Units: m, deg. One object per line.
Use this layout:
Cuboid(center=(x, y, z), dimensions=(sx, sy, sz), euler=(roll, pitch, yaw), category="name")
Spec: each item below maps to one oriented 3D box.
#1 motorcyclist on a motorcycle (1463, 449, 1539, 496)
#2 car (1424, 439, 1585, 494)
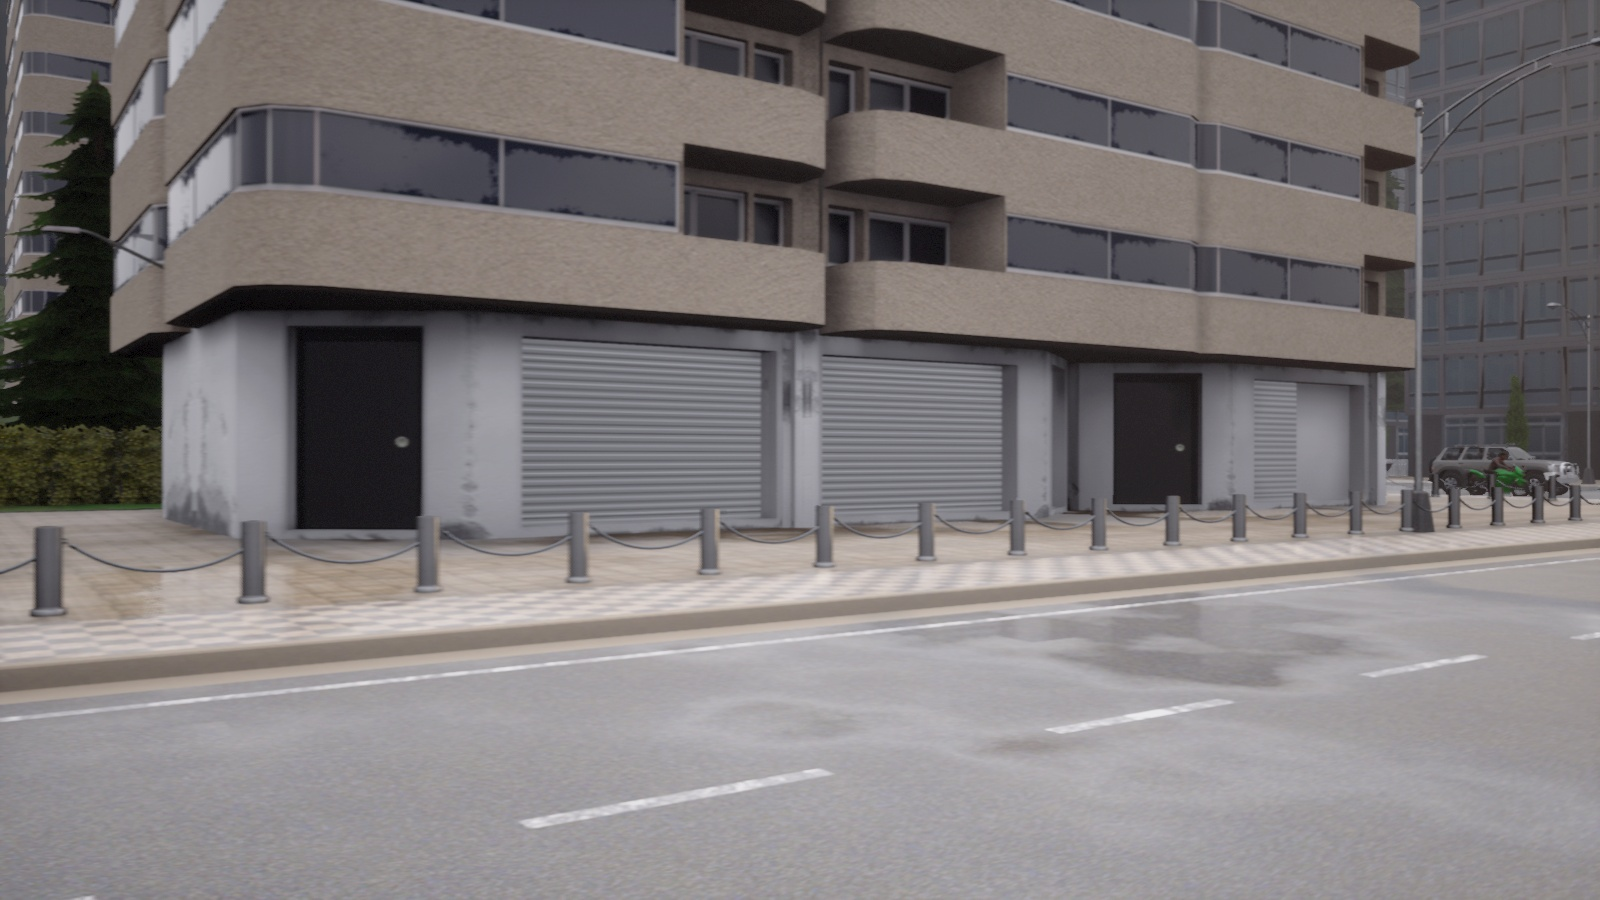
Cuboid(center=(22.941, 0.724, 41.126), dimensions=(0.797, 1.523, 2.044), euler=(0, 0, -35), category="motorcyclist on a motorcycle")
Cuboid(center=(24.865, 0.563, 44.483), dimensions=(1.932, 1.855, 4.605), euler=(0, 0, -35), category="car")
